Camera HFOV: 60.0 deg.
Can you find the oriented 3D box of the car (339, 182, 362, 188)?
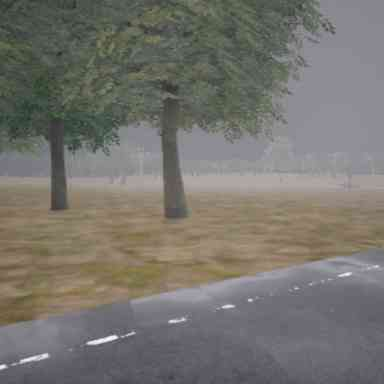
[{"bbox_3d":[41.033,-1.844,86.109,2.033,1.411,5.357,-2,3,-33],"label":"car"}]
